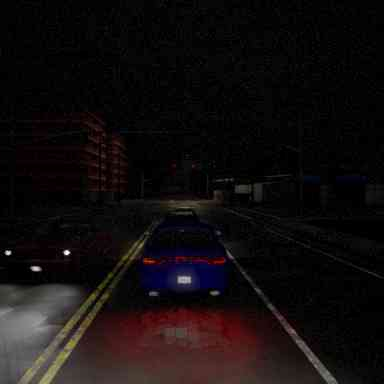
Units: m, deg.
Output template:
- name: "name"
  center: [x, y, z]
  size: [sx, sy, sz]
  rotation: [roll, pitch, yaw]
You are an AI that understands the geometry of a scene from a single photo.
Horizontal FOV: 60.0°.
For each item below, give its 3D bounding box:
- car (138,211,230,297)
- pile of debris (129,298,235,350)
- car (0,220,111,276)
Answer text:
- name: "car"
  center: [-0.216, 1.478, 8.646]
  size: [1.882, 1.535, 5.008]
  rotation: [0, 0, -2]
- name: "pile of debris"
  center: [-0.175, 2.175, 5.675]
  size: [1.500, 0.140, 1.860]
  rotation: [0, 0, -2]
- name: "car"
  center: [-3.944, 1.601, 10.472]
  size: [1.895, 1.301, 4.718]
  rotation: [0, 0, -2]
